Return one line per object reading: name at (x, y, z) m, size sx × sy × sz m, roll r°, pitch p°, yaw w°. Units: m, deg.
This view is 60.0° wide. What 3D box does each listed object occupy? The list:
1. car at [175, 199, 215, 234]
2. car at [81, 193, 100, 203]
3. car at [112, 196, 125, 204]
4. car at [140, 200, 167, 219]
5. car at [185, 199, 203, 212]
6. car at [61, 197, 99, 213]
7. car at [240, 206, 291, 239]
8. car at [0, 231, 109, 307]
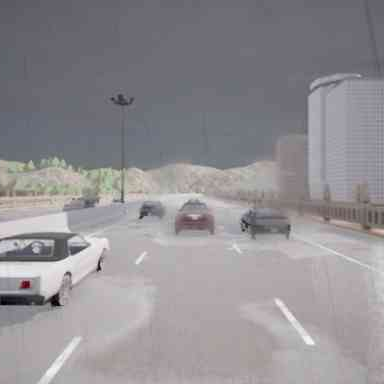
car at (0.145, 1.334, 19.084) m, size 2.097 × 1.767 × 4.553 m, roll 0°, pitch 0°, yaw 0°
car at (-17.363, 1.227, 56.649) m, size 2.150 × 2.045 × 5.566 m, roll 0°, pitch 0°, yaw 0°
car at (-13.845, 1.556, 63.024) m, size 1.812 × 1.442 × 4.674 m, roll 0°, pitch 0°, yaw 0°
car at (-3.332, 1.487, 28.657) m, size 1.837 × 1.490 × 4.892 m, roll 0°, pitch 0°, yaw 0°
car at (0.198, 1.545, 40.259) m, size 2.033 × 1.411 × 5.357 m, roll 0°, pitch 0°, yaw 0°
car at (-10.510, 1.482, 31.007) m, size 1.837 × 1.490 × 4.892 m, roll 0°, pitch 0°, yaw 0°
car at (3.640, 1.477, 17.082) m, size 2.128 × 1.511 × 4.902 m, roll 0°, pitch 0°, yaw 0°
car at (-3.386, 1.587, 7.872) m, size 1.895 × 1.301 × 4.718 m, roll 0°, pitch 0°, yaw 0°
